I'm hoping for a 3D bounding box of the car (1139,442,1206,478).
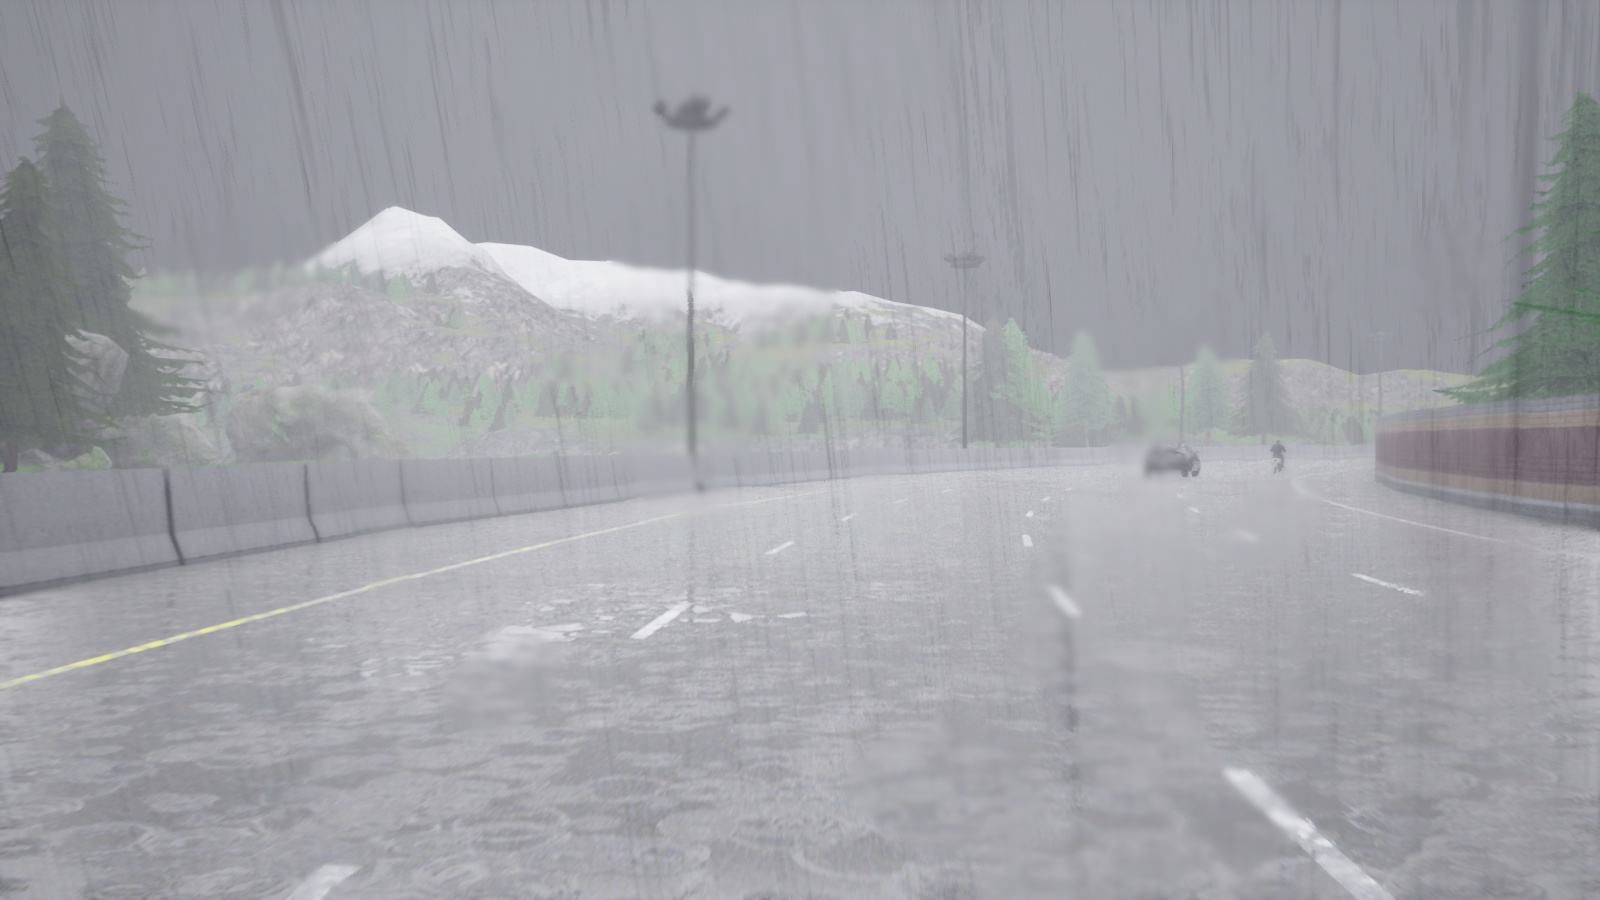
[{"bbox_3d":[16.311,0.413,54.813,2.128,1.511,4.902,0,0,25],"label":"car"}]

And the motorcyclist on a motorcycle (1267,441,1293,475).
[{"bbox_3d":[23.102,0.387,60.416,0.866,1.590,1.817,2,1,29],"label":"motorcyclist on a motorcycle"}]
